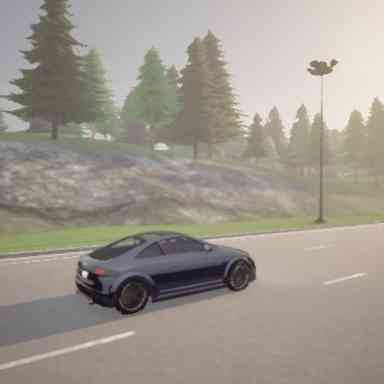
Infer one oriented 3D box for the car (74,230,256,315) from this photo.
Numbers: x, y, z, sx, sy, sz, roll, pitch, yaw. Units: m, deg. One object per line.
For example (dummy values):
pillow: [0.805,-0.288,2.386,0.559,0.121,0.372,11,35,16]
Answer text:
car: [-0.482,1.602,7.702,4.181,1.385,1.994,1,0,-36]
